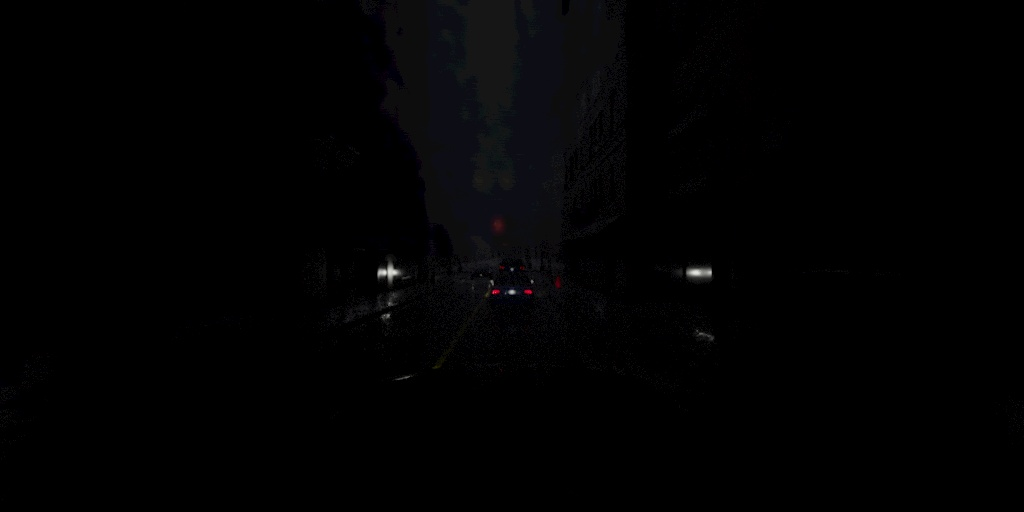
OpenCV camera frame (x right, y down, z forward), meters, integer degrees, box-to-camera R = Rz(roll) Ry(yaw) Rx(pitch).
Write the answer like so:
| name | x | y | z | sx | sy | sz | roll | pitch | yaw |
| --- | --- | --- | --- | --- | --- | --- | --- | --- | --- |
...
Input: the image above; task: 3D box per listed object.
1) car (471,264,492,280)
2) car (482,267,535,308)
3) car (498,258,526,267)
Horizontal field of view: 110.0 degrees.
| name | x | y | z | sx | sy | sz | roll | pitch | yaw |
| --- | --- | --- | --- | --- | --- | --- | --- | --- | --- |
| car | -2.756 | 1.468 | 34.170 | 1.812 | 1.442 | 4.674 | 0 | 0 | 0 |
| car | 0.000 | 1.407 | 15.826 | 2.033 | 1.411 | 5.357 | 0 | 0 | 0 |
| car | -0.005 | 1.148 | 30.856 | 2.150 | 2.045 | 5.566 | 0 | 0 | 0 |
